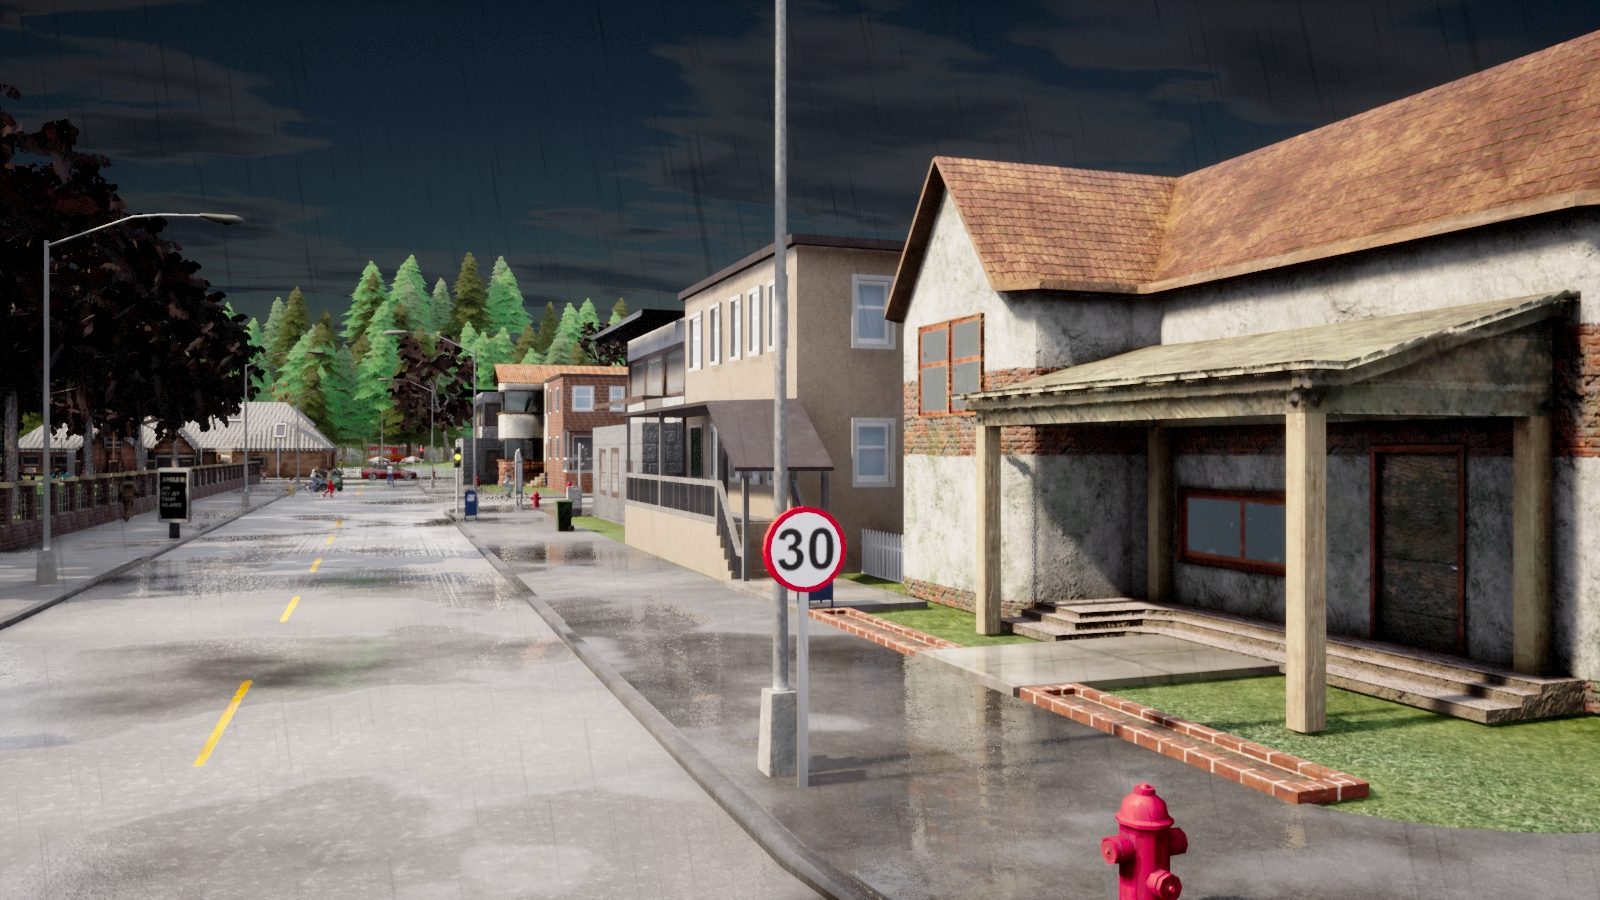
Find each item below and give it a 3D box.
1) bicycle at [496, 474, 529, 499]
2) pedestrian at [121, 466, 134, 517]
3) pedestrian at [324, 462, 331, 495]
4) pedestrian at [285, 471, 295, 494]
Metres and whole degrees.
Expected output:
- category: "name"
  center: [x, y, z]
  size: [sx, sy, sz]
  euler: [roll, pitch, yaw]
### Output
- category: "bicycle"
  center: [-15.265, 1.936, 60.588]
  size: [1.643, 1.296, 0.373]
  euler: [0, -3, -6]
- category: "pedestrian"
  center: [-24.904, 1.525, 42.312]
  size: [0.375, 1.860, 0.375]
  euler: [0, 0, -20]
- category: "pedestrian"
  center: [-26.914, 1.628, 65.128]
  size: [0.375, 1.860, 0.375]
  euler: [0, 0, -23]
- category: "pedestrian"
  center: [-29.906, 1.908, 66.994]
  size: [0.375, 1.300, 0.375]
  euler: [0, 0, 2]
